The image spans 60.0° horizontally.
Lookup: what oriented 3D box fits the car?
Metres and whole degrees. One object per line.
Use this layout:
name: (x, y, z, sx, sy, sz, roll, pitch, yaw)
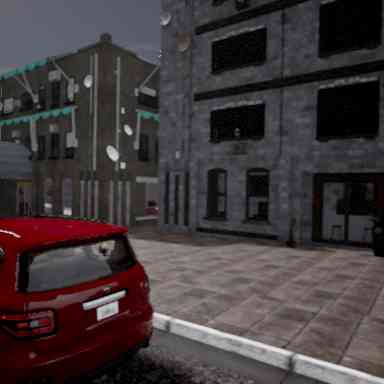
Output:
car: (-2.811, 1.288, 4.815, 5.009, 1.841, 2.192, 0, 1, 35)
